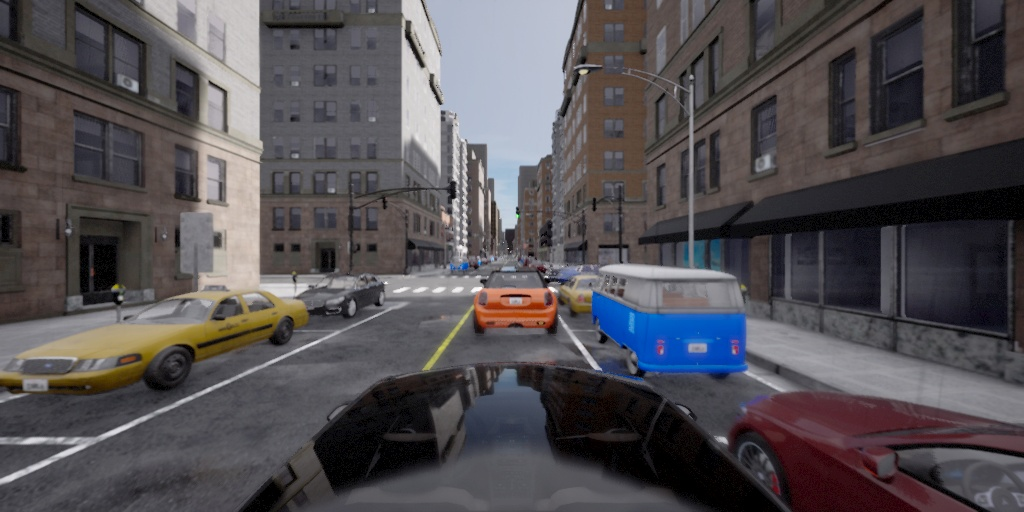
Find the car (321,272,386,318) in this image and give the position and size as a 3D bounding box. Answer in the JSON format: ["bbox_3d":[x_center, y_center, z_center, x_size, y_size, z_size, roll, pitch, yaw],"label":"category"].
[{"bbox_3d":[-5.855,1.276,12.655,2.007,1.370,4.403,0,0,0],"label":"car"}]

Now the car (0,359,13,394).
[{"bbox_3d":[-5.857,1.276,1.148,1.751,1.417,4.829,0,0,0],"label":"car"}]

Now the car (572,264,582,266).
[{"bbox_3d":[5.261,1.258,24.570,5.357,1.411,2.033,0,0,-17],"label":"car"}]

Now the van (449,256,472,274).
[{"bbox_3d":[-5.850,1.002,39.851,1.690,1.789,3.998,0,0,0],"label":"van"}]

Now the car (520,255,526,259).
[{"bbox_3d":[2.677,0.946,51.038,2.192,1.841,5.009,0,0,0],"label":"car"}]

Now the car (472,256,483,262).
[{"bbox_3d":[-5.848,0.946,51.024,2.192,1.841,5.009,0,0,0],"label":"car"}]

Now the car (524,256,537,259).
[{"bbox_3d":[2.675,1.101,39.867,1.967,1.591,4.097,0,0,0],"label":"car"}]

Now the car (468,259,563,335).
[{"bbox_3d":[0.094,1.082,10.639,2.097,1.767,4.553,0,0,0],"label":"car"}]

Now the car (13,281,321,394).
[{"bbox_3d":[-5.856,1.264,6.818,1.751,1.417,4.829,0,0,0],"label":"car"}]

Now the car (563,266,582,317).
[{"bbox_3d":[2.670,1.251,12.841,1.751,1.417,4.829,0,0,0],"label":"car"}]

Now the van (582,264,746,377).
[{"bbox_3d":[2.669,1.080,7.002,1.690,1.789,3.998,0,0,0],"label":"van"}]

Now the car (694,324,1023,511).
[{"bbox_3d":[2.668,1.333,1.332,1.802,1.307,4.207,0,0,0],"label":"car"}]
